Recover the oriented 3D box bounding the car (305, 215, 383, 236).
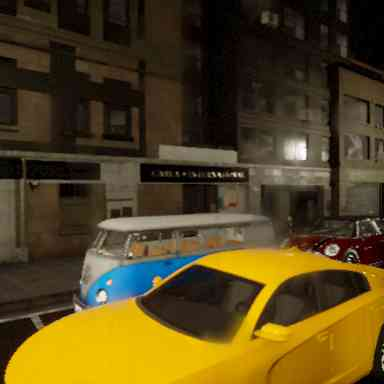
[{"bbox_3d":[4.365,1.435,9.707,4.097,1.590,1.967,0,0,-36],"label":"car"}]

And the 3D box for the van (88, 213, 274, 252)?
[{"bbox_3d":[-0.093,1.342,6.491,3.998,1.788,1.690,0,0,-36],"label":"van"}]

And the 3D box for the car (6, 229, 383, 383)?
[{"bbox_3d":[0.668,1.477,3.862,5.008,1.535,1.882,0,0,-36],"label":"car"}]
